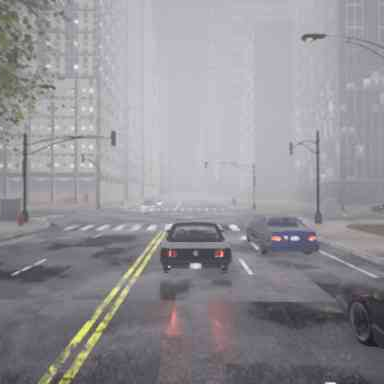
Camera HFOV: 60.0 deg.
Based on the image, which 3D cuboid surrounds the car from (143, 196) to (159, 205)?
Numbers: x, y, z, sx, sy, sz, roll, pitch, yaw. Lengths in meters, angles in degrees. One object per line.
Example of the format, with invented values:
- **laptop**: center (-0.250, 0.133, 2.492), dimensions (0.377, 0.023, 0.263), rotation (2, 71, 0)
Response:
- **car**: center (-7.235, 1.603, 56.643), dimensions (1.895, 1.301, 4.718), rotation (0, 0, -1)

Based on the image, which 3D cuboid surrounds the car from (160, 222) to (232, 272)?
- **car**: center (0.097, 1.607, 10.746), dimensions (1.895, 1.301, 4.718), rotation (0, 0, 0)

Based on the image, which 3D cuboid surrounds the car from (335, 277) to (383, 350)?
- **car**: center (3.333, 1.549, 3.262), dimensions (2.033, 1.411, 5.357), rotation (0, 0, 1)

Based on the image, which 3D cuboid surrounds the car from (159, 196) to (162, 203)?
- **car**: center (-7.439, 1.521, 71.637), dimensions (2.128, 1.511, 4.902), rotation (0, 0, -1)

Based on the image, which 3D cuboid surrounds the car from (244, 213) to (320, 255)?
- **car**: center (3.346, 1.554, 13.336), dimensions (2.033, 1.411, 5.357), rotation (0, 0, 0)

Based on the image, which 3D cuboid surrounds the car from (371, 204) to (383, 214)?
- **car**: center (22.060, 1.593, 35.890), dimensions (5.008, 1.535, 1.882), rotation (0, -1, 2)
